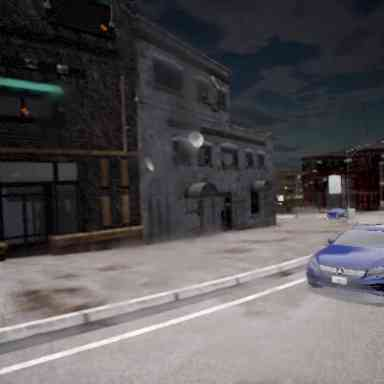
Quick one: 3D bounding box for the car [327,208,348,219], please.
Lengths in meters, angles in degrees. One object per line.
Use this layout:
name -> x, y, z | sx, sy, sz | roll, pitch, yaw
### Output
car -> 21.619, 3.152, 48.983 | 1.882, 1.535, 5.008 | -2, -4, 1

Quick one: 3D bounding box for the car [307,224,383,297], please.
car -> 4.706, 1.601, 8.603 | 1.812, 1.442, 4.674 | -1, -1, 45
